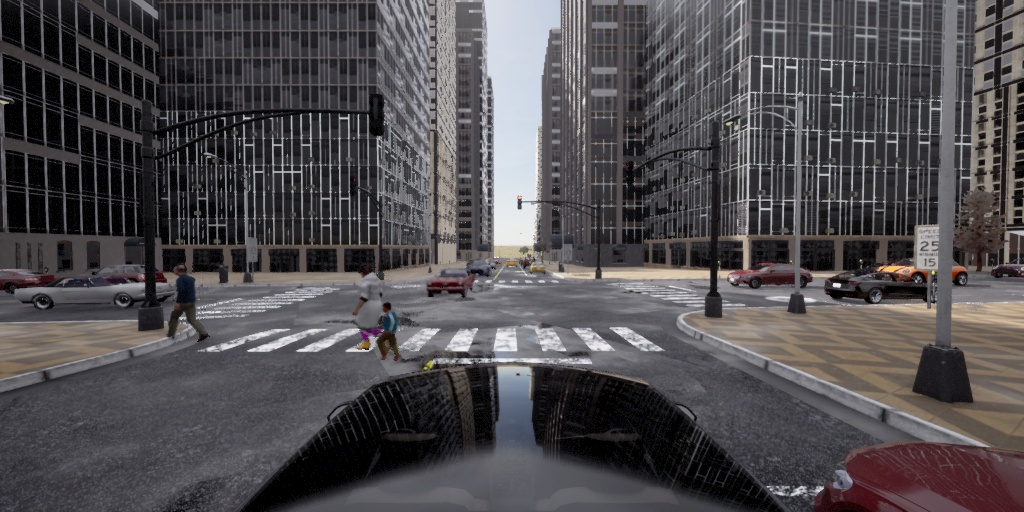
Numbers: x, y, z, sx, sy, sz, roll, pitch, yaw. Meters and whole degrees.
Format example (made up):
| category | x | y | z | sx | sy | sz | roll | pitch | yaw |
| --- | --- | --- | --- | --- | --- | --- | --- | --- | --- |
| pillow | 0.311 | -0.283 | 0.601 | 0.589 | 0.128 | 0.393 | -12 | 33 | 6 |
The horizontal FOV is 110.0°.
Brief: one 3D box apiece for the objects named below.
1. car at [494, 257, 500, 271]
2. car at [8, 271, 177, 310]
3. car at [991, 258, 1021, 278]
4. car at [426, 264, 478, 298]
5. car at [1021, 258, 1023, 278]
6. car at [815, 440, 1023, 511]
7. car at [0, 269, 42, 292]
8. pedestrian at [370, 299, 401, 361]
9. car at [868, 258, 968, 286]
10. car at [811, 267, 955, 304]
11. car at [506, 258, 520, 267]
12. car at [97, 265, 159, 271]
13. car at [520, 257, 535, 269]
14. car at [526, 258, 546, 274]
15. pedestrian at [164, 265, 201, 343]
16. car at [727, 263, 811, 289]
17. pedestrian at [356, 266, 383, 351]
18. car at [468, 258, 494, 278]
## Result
| category | x | y | z | sx | sy | sz | roll | pitch | yaw |
| --- | --- | --- | --- | --- | --- | --- | --- | --- | --- |
| car | -3.117 | 1.266 | 50.200 | 2.033 | 1.411 | 5.357 | 0 | 0 | 0 |
| car | -17.345 | 1.469 | 15.211 | 4.718 | 1.301 | 1.895 | 0 | 1 | -6 |
| car | 37.693 | 0.864 | 26.134 | 4.097 | 1.591 | 1.967 | 0 | 0 | -5 |
| car | -3.119 | 1.337 | 18.859 | 1.895 | 1.301 | 4.718 | 0 | 1 | 0 |
| car | 37.007 | 0.835 | 23.442 | 4.553 | 1.767 | 2.097 | 0 | 1 | -5 |
| car | 2.692 | 1.333 | 0.419 | 1.802 | 1.307 | 4.207 | 0 | 0 | 0 |
| car | -28.204 | 1.390 | 20.028 | 4.207 | 1.307 | 1.802 | 0 | 0 | -5 |
| pedestrian | -2.274 | 1.422 | 6.770 | 0.500 | 1.100 | 0.500 | -1 | 1 | 0 |
| car | 25.339 | 0.904 | 22.370 | 4.553 | 1.767 | 2.097 | 0 | 1 | -5 |
| car | 16.124 | 1.293 | 15.717 | 4.313 | 1.339 | 1.948 | 0 | 0 | -5 |
| car | -0.025 | 1.178 | 65.017 | 1.882 | 1.535 | 5.008 | 0 | 0 | 0 |
| car | -22.578 | 1.216 | 20.552 | 4.097 | 1.591 | 1.967 | 0 | 0 | -5 |
| car | 2.710 | 1.028 | 55.039 | 2.192 | 1.841 | 5.009 | 0 | 0 | 0 |
| car | 2.806 | 1.254 | 39.957 | 1.751 | 1.417 | 4.829 | 0 | 0 | 0 |
| pedestrian | -7.516 | 1.044 | 8.162 | 0.375 | 1.860 | 0.375 | -1 | 1 | 0 |
| car | 15.392 | 1.135 | 21.460 | 4.674 | 1.442 | 1.812 | 0 | 1 | -5 |
| pedestrian | -2.975 | 1.041 | 7.571 | 0.375 | 1.860 | 0.375 | -1 | 1 | 0 |
| car | -3.126 | 1.085 | 34.139 | 2.097 | 1.767 | 4.553 | 0 | 0 | 0 |
